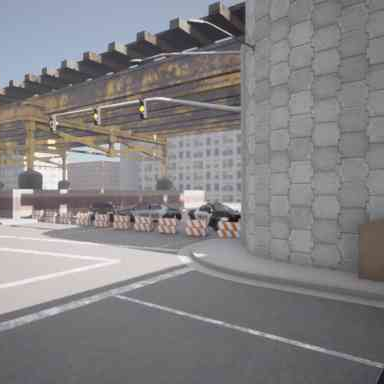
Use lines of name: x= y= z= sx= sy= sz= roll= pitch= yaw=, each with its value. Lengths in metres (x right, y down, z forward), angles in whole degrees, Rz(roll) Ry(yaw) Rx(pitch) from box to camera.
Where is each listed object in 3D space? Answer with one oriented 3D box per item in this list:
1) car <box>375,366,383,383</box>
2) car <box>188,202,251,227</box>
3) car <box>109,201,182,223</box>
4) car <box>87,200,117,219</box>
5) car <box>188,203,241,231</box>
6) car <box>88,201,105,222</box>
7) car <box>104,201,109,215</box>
car: x=3.477 y=1.601 z=1.492 sx=4.718 sy=1.301 sz=1.895 roll=0 pitch=0 yaw=36
car: x=1.553 y=1.295 z=20.674 sx=1.853 sy=1.218 sz=4.536 roll=0 pitch=0 yaw=-25
car: x=-3.145 y=1.295 z=23.205 sx=4.536 sy=1.218 sz=1.853 roll=0 pitch=0 yaw=0
car: x=-6.905 y=1.295 z=26.005 sx=1.853 sy=1.218 sz=4.536 roll=0 pitch=0 yaw=-10
car: x=1.575 y=1.453 z=20.627 sx=2.038 sy=1.542 sz=4.974 roll=0 pitch=0 yaw=-25
car: x=-6.896 y=1.453 z=25.954 sx=2.038 sy=1.542 sz=4.974 roll=0 pitch=0 yaw=-10
car: x=-3.197 y=1.453 z=23.205 sx=4.974 sy=1.542 sz=2.038 roll=0 pitch=0 yaw=0
